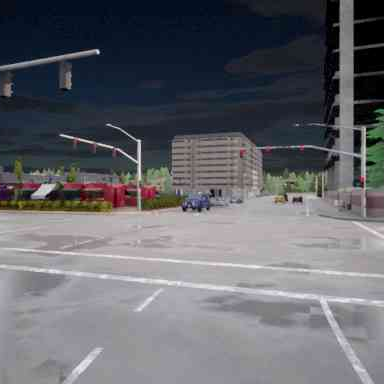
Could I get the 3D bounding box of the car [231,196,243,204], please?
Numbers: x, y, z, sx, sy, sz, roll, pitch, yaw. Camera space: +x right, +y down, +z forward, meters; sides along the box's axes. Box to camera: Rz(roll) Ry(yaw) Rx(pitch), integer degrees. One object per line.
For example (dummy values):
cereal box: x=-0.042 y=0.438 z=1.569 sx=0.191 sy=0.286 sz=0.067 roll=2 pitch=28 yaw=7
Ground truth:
car: x=8.267 y=1.489 z=61.724 sx=2.128 sy=1.511 sz=4.902 roll=0 pitch=0 yaw=19

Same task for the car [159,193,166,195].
car: x=-7.964 y=1.207 z=81.445 sx=4.605 sy=1.855 sz=1.932 roll=0 pitch=0 yaw=19

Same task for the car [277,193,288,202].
car: x=21.547 y=1.224 z=78.822 sx=2.150 sy=2.045 sz=5.566 roll=0 pitch=0 yaw=19

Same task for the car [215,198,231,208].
car: x=4.051 y=1.600 z=49.454 sx=1.895 sy=1.301 sz=4.718 roll=0 pitch=0 yaw=19

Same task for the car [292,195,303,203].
car: x=21.449 y=1.476 z=67.601 sx=1.882 sy=1.535 sz=5.008 roll=0 pitch=0 yaw=19

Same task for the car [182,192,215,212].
car: x=0.597 y=1.221 z=39.317 sx=2.150 sy=2.045 sz=5.566 roll=0 pitch=0 yaw=19

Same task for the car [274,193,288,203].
car: x=18.236 y=1.476 z=69.005 sx=1.882 sy=1.535 sz=5.008 roll=0 pitch=0 yaw=19

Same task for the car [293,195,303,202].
car: x=24.742 y=1.524 z=77.344 sx=2.128 sy=1.511 sz=4.902 roll=0 pitch=0 yaw=19
